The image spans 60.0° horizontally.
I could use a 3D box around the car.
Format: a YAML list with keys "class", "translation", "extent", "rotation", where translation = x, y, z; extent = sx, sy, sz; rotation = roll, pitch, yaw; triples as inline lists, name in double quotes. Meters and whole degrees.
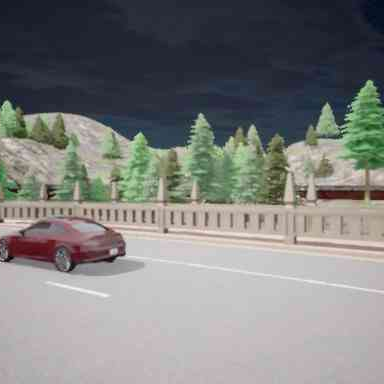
- class: "car"
  translation: [-4.168, 1.500, 10.467]
  extent: [4.674, 1.442, 1.812]
  rotation: [0, 0, 31]
